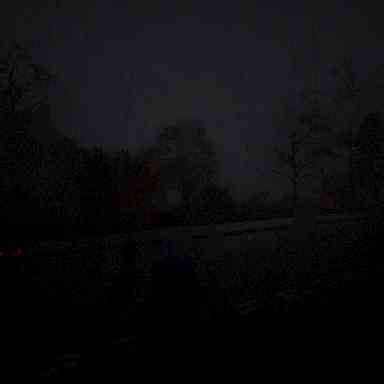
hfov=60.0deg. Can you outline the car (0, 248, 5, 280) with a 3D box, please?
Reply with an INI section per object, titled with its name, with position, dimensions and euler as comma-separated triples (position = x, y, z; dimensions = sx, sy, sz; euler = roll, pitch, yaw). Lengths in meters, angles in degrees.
[car]
position = -6.399, 1.582, 7.109
dimensions = 4.181, 1.385, 1.994
euler = -1, 1, -35
